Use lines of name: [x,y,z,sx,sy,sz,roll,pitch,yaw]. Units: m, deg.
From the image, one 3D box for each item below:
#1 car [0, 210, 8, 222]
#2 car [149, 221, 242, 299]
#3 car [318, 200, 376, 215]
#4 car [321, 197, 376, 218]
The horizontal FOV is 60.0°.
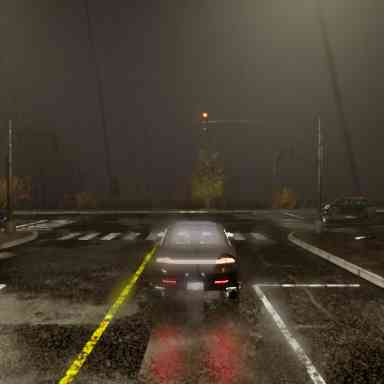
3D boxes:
car: [-16.380,1.714,25.414,4.718,1.301,1.895,0,1,1]
car: [0.084,1.489,8.436,2.128,1.511,4.902,0,0,1]
car: [14.752,1.429,31.820,4.718,1.301,1.895,0,1,-2]
car: [13.147,1.232,28.539,4.553,1.767,2.097,0,1,-1]
